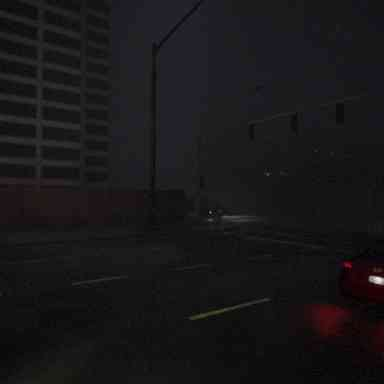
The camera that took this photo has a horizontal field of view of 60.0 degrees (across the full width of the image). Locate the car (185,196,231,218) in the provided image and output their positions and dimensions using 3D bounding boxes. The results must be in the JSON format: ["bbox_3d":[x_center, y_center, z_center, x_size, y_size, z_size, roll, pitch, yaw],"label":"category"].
[{"bbox_3d":[1.010,1.469,33.632,2.150,2.045,5.566,1,-1,-36],"label":"car"}]

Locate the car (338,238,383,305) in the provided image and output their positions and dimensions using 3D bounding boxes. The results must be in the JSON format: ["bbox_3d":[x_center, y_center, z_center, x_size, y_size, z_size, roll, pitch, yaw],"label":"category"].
[{"bbox_3d":[5.173,1.667,7.465,4.181,1.385,1.994,1,0,-35],"label":"car"}]

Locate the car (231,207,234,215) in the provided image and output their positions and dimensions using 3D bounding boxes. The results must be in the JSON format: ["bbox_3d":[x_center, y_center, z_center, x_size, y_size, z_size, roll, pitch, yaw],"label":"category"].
[{"bbox_3d":[2.720,1.816,37.270,1.812,1.442,4.674,1,-1,-36],"label":"car"}]
